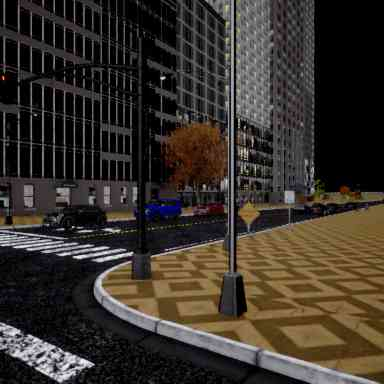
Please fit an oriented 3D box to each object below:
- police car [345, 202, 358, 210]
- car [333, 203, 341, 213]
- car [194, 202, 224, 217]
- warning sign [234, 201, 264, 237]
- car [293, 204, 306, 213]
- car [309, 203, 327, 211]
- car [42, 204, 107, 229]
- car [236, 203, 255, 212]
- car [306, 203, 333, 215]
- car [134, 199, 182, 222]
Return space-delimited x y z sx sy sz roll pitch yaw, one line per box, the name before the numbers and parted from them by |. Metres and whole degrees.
police car | 31.569 2.741 65.798 1.930 1.638 5.238 0 -1 33
car | 23.152 2.577 54.665 1.837 1.490 4.892 0 -1 33
car | 2.119 1.999 40.377 2.097 1.767 4.553 0 -1 33
warning sign | 3.161 1.456 18.527 1.300 1.860 1.060 1 1 33
car | 17.141 2.510 51.330 2.033 1.411 5.357 0 -1 32
car | 22.796 2.693 60.103 2.033 1.411 5.357 0 -1 33
car | -8.395 1.651 24.070 2.097 1.767 4.553 0 -1 33
car | 7.617 2.375 48.836 2.033 1.411 5.357 0 -1 33
car | 17.753 2.401 46.275 1.837 1.490 4.892 0 -1 33
car | -3.178 1.693 32.164 2.150 2.045 5.566 0 -1 33
